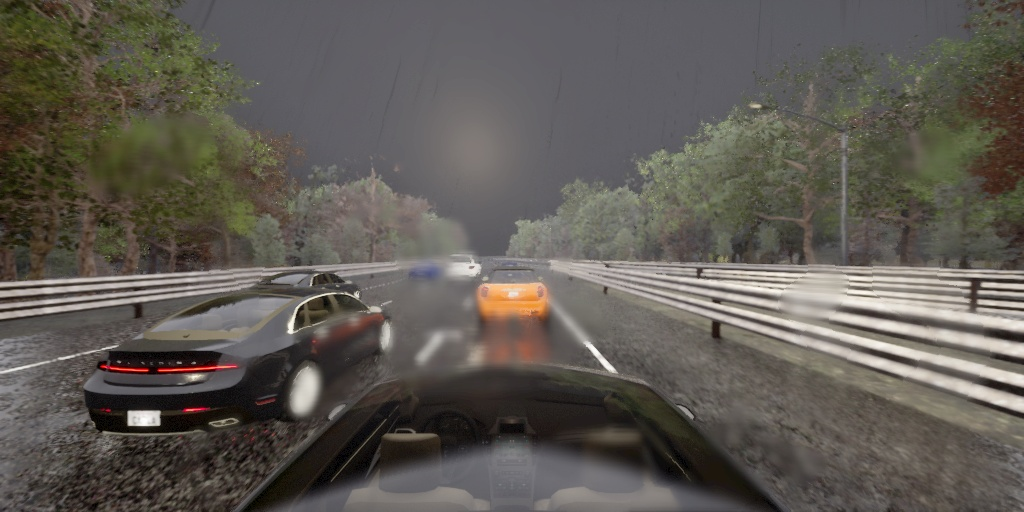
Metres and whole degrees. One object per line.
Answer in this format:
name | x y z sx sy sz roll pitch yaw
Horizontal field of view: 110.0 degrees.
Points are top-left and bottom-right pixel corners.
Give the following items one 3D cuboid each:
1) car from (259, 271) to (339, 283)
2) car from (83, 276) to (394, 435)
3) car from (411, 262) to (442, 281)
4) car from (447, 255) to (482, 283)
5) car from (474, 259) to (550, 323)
car | -6.955 1.256 12.465 1.837 1.490 4.892 0 0 0
car | -3.418 1.255 5.743 1.837 1.490 4.892 0 0 0
car | -7.203 1.237 30.563 1.882 1.535 5.008 0 0 -1
car | -3.652 0.978 28.056 2.150 2.045 5.566 0 0 -1
car | 0.045 1.101 12.189 2.097 1.767 4.553 0 0 0
